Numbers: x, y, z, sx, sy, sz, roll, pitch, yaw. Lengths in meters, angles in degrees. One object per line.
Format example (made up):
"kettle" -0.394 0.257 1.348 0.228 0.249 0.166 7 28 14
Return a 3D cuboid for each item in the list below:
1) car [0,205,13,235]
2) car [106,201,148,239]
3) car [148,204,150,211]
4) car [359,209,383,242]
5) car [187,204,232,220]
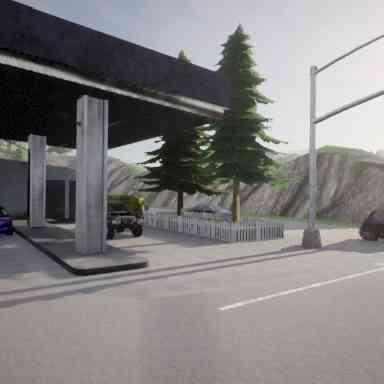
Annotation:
"car" -11.442 1.524 18.627 2.242 1.667 4.611 1 0 -35
"car" -4.313 1.448 18.354 1.905 1.878 3.866 1 0 -35
"car" -7.092 1.475 41.613 2.097 1.767 4.553 1 0 -34
"car" 10.850 1.638 16.365 2.097 1.767 4.553 1 -2 -42
"car" 1.571 1.768 29.055 2.033 1.411 5.357 1 0 -35
